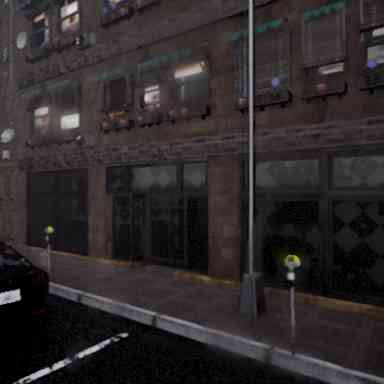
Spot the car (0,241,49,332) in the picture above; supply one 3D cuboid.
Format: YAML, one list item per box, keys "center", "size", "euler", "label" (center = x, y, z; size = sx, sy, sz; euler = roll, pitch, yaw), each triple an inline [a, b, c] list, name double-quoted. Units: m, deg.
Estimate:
- center: [-4.299, 1.523, 5.953]
  size: [4.313, 1.339, 1.947]
  euler: [0, 0, 36]
  label: "car"
